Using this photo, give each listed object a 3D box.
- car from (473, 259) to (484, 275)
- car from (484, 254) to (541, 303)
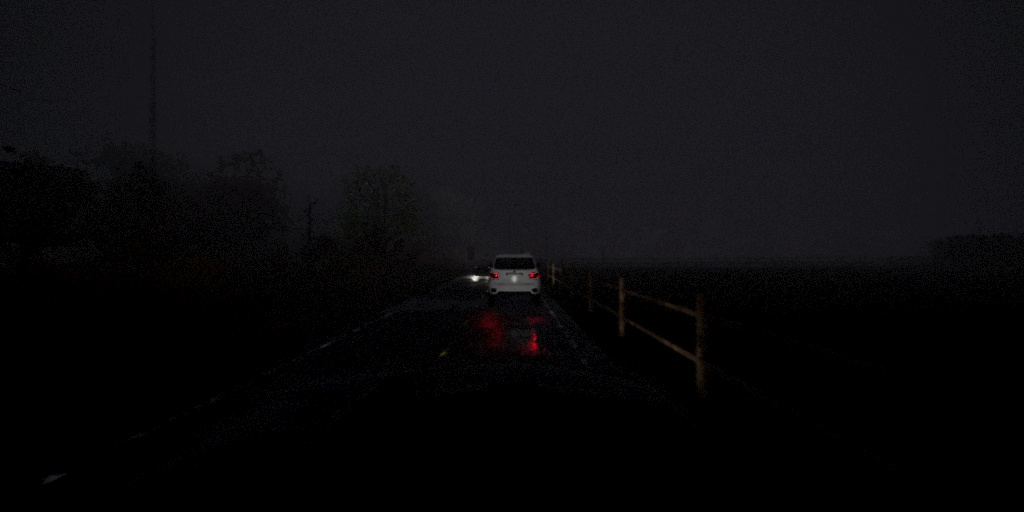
[{"bbox_3d":[-2.755,1.065,35.755,1.882,1.535,5.008,0,0,0],"label":"car"},{"bbox_3d":[0.096,0.910,16.458,2.150,2.045,5.566,0,0,0],"label":"car"}]
